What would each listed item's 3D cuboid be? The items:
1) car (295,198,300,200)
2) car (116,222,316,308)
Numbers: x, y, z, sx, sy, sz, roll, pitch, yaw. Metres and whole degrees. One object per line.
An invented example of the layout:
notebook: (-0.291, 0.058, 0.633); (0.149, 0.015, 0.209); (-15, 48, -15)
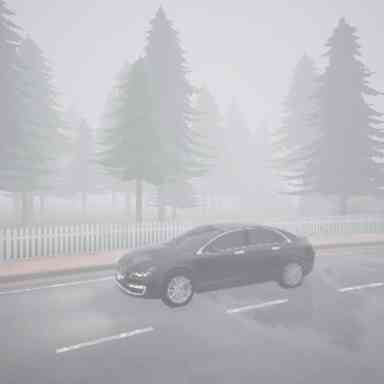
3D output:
car: (20.472, 1.663, 62.628); (1.895, 1.301, 4.718); (0, 0, -4)
car: (0.690, 1.505, 7.902); (4.892, 1.490, 1.837); (0, -1, -26)
